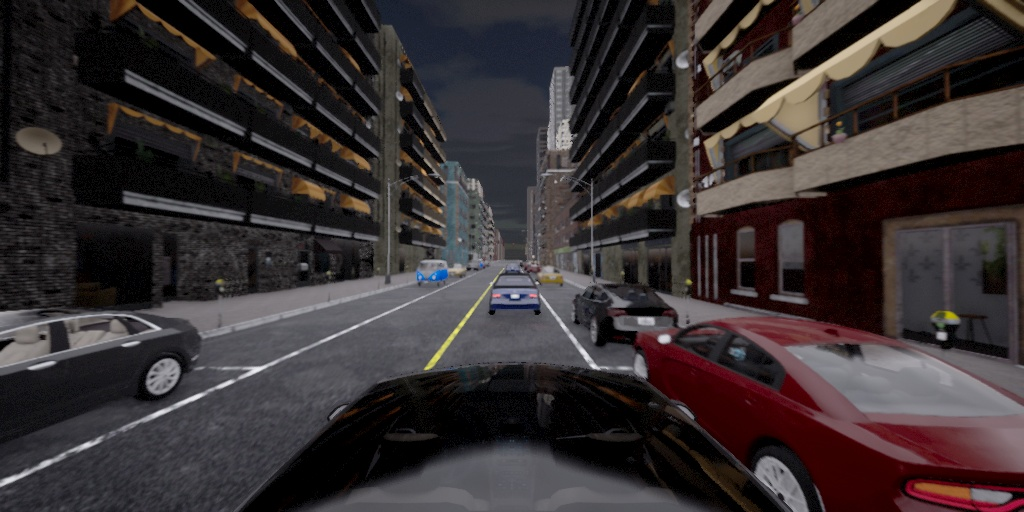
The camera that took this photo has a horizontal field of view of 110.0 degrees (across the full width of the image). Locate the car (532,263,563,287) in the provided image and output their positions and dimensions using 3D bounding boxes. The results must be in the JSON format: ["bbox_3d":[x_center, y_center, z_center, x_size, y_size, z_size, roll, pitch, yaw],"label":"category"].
[{"bbox_3d":[2.683,1.397,26.033,1.751,1.417,4.829,0,0,0],"label":"car"}]

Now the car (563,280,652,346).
[{"bbox_3d":[2.689,1.354,9.294,1.948,1.339,4.313,0,0,0],"label":"car"}]

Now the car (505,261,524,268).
[{"bbox_3d":[0.082,1.516,44.675,2.033,1.411,5.357,0,0,0],"label":"car"}]

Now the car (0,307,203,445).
[{"bbox_3d":[-5.690,1.311,3.780,2.007,1.370,4.403,0,0,0],"label":"car"}]

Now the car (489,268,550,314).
[{"bbox_3d":[0.095,1.359,14.050,2.033,1.411,5.357,0,0,0],"label":"car"}]

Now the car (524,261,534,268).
[{"bbox_3d":[2.676,1.539,42.433,1.802,1.307,4.207,0,0,0],"label":"car"}]

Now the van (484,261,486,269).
[{"bbox_3d":[-5.711,1.386,59.013,1.690,1.789,3.998,0,0,0],"label":"van"}]

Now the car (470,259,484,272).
[{"bbox_3d":[-5.709,1.581,53.489,1.948,1.339,4.313,0,0,0],"label":"car"}]

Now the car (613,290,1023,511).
[{"bbox_3d":[2.691,1.305,3.770,1.888,1.381,4.507,0,0,0],"label":"car"}]

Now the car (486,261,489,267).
[{"bbox_3d":[-5.713,1.621,64.536,1.888,1.381,4.507,0,0,0],"label":"car"}]

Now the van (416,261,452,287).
[{"bbox_3d":[-5.698,1.212,25.872,1.690,1.789,3.998,0,0,0],"label":"van"}]

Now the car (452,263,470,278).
[{"bbox_3d":[-5.702,1.453,36.750,1.751,1.417,4.829,0,0,0],"label":"car"}]
